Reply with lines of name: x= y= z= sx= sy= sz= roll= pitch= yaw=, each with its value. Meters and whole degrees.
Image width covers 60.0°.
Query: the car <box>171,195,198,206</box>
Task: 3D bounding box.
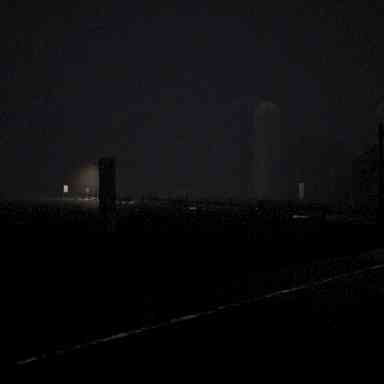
car: x=-1.066 y=1.197 z=43.777 sx=1.812 sy=1.442 sz=4.674 roll=-1 pitch=1 yaw=-36

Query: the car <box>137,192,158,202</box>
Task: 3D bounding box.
car: x=-7.829 y=0.850 z=58.073 sx=2.097 sy=1.767 sz=4.553 roll=-1 pitch=1 yaw=-35

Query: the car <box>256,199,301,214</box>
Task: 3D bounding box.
car: x=8.043 y=1.381 z=31.153 sx=1.994 sy=1.385 sz=4.181 roll=-1 pitch=1 yaw=-36

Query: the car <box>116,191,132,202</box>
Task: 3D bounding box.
car: x=-12.583 y=0.828 z=59.882 sx=2.097 sy=1.767 sz=4.553 roll=-1 pitch=1 yaw=-36

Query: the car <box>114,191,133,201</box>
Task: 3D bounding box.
car: x=-13.611 y=0.753 z=66.016 sx=2.097 sy=1.767 sz=4.553 roll=-1 pitch=1 yaw=-36
